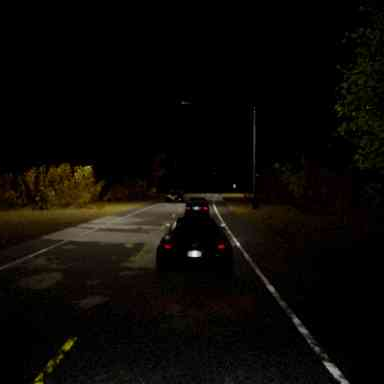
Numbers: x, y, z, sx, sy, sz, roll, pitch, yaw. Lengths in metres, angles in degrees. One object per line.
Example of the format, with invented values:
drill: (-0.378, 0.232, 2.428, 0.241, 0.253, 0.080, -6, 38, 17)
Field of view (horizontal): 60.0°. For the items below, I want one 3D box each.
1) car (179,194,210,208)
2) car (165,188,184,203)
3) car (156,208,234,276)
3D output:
car: (0.415, 1.137, 25.725, 2.033, 1.411, 5.357, 0, 1, 2)
car: (-2.328, 0.463, 46.293, 2.150, 2.045, 5.566, 0, 1, 4)
car: (0.097, 1.408, 9.885, 1.994, 1.385, 4.181, 0, 1, 1)
